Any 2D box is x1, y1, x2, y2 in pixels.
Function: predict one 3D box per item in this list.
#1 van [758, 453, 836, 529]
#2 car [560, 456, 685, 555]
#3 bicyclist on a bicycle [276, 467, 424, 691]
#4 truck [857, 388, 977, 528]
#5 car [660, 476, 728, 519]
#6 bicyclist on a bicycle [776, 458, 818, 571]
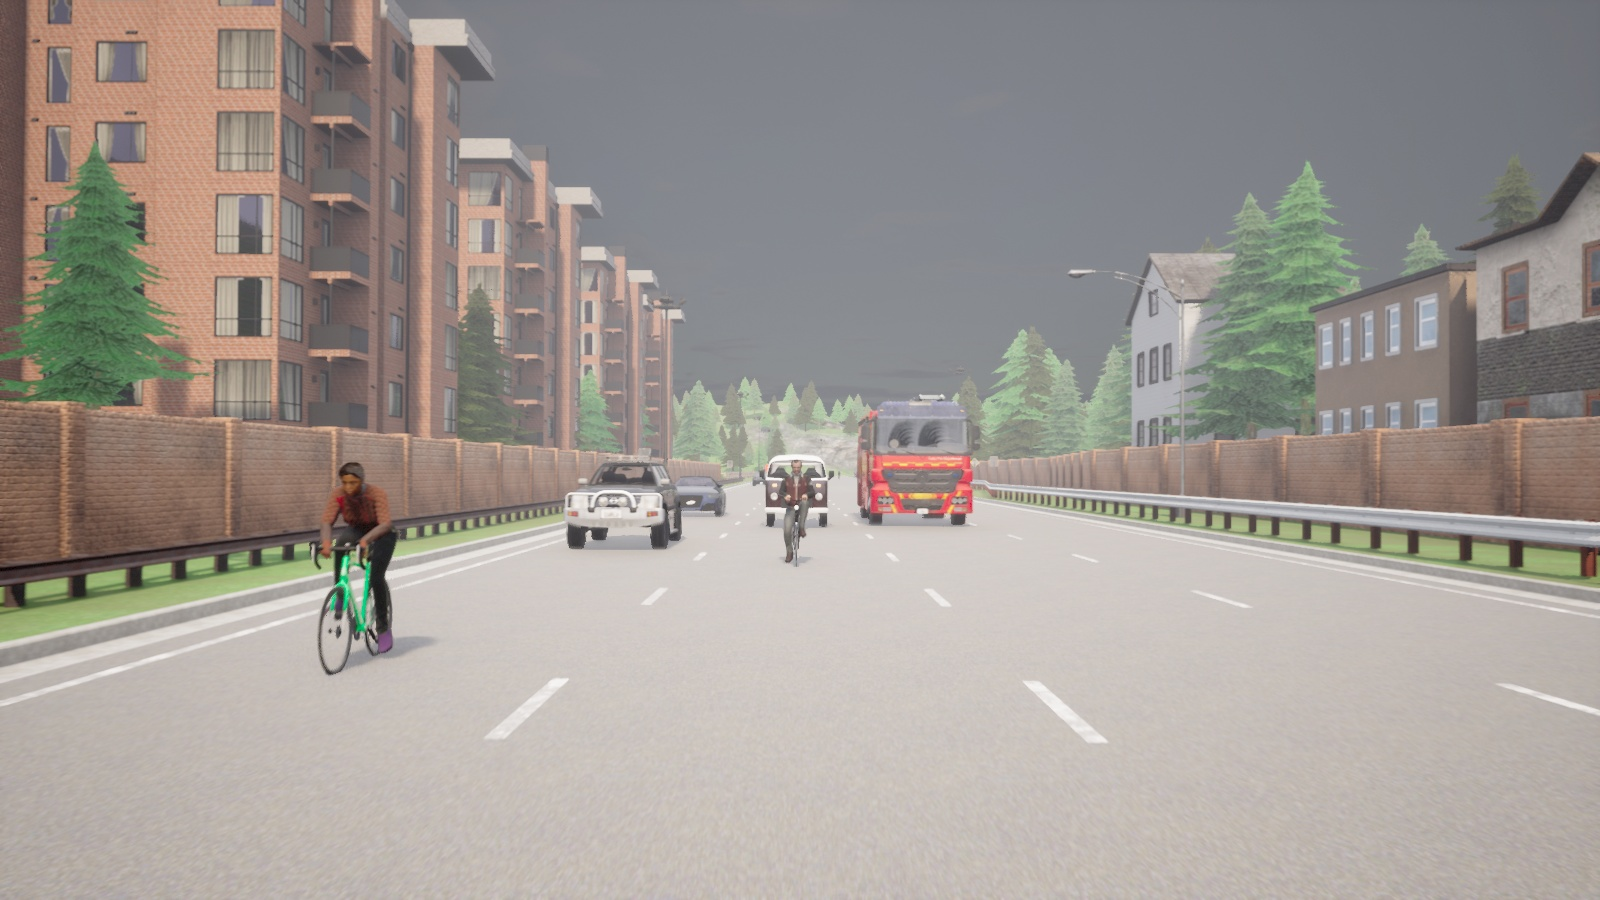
[{"bbox_3d":[-0.088,1.138,35.805,2.069,2.038,4.480,0,-1,0],"label":"van"},{"bbox_3d":[-3.564,1.081,25.997,1.932,1.855,4.605,0,-1,0],"label":"car"},{"bbox_3d":[-3.524,0.948,9.963,0.582,1.620,1.656,0,-1,0],"label":"bicyclist on a bicycle"},{"bbox_3d":[3.402,0.284,38.698,2.891,3.827,8.468,0,-1,0],"label":"truck"},{"bbox_3d":[-3.605,1.621,43.459,1.994,1.385,4.181,0,-1,0],"label":"car"},{"bbox_3d":[-0.050,1.031,20.636,0.659,1.776,1.843,0,-1,0],"label":"bicyclist on a bicycle"}]
